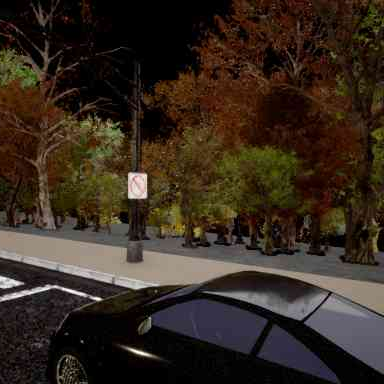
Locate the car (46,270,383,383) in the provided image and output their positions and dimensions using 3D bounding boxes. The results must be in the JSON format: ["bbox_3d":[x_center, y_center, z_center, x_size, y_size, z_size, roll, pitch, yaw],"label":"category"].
[{"bbox_3d":[0.382,1.564,3.414,4.181,1.385,1.994,0,0,36],"label":"car"}]
